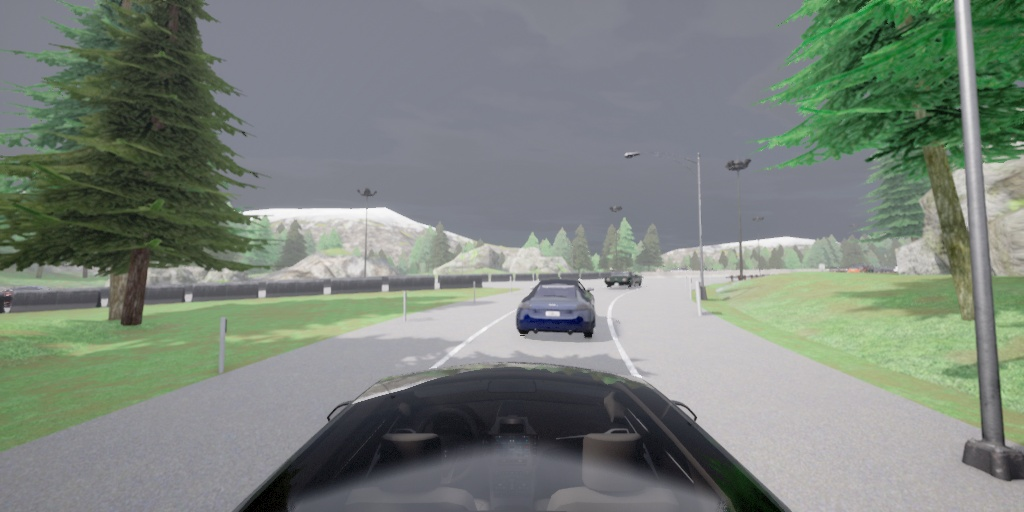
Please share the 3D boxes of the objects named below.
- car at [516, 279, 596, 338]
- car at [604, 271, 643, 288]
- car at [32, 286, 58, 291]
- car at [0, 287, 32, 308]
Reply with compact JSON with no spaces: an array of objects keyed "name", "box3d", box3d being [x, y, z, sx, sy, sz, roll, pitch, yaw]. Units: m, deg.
[{"name":"car","box3d":[1.415,1.367,10.503,1.994,1.385,4.181,-1,-1,13]},{"name":"car","box3d":[8.901,1.840,28.290,1.895,1.301,4.718,-2,-2,32]},{"name":"car","box3d":[-36.348,3.038,27.500,4.674,1.442,1.812,-2,-2,-22]},{"name":"car","box3d":[-36.223,2.720,23.785,4.553,1.767,2.097,-2,-2,-22]}]
